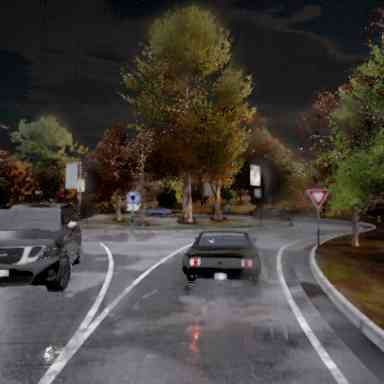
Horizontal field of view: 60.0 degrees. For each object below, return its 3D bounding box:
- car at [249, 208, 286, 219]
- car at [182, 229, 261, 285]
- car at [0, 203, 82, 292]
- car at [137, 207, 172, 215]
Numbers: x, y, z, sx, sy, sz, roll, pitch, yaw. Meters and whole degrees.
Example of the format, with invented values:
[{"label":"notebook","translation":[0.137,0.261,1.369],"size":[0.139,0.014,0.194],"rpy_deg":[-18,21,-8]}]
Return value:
[{"label":"car","translation":[10.357,2.916,46.057],"size":[2.033,1.411,5.357],"rpy_deg":[2,-3,-37]},{"label":"car","translation":[1.001,1.744,9.948],"size":[1.895,1.301,4.718],"rpy_deg":[0,-2,8]},{"label":"car","translation":[-4.423,1.346,9.362],"size":[2.150,2.045,5.566],"rpy_deg":[1,-2,-13]},{"label":"car","translation":[-5.890,3.003,52.446],"size":[5.357,1.411,2.033],"rpy_deg":[1,-2,-6]}]
